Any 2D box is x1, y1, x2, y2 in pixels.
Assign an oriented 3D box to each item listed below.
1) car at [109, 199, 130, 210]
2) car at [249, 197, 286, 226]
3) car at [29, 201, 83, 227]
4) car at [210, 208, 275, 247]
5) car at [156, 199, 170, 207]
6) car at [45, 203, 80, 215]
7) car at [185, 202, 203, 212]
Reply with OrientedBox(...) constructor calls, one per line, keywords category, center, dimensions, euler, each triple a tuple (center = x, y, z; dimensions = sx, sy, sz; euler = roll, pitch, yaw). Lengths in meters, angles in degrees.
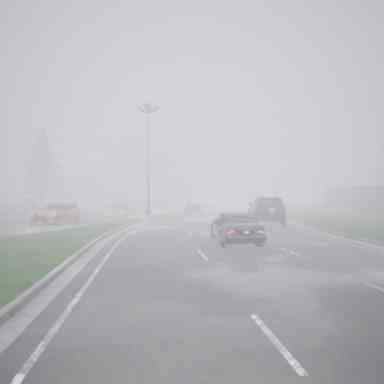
OrientedBox(category="car", center=(-10.798, 1.791, 49.693), dimensions=(2.097, 1.767, 4.553), euler=(0, 0, 6))
OrientedBox(category="car", center=(5.599, 1.416, 25.152), dimensions=(2.150, 2.045, 5.566), euler=(0, 0, 4))
OrientedBox(category="car", center=(-10.179, 1.587, 25.146), dimensions=(2.097, 1.767, 4.553), euler=(0, 0, 9))
OrientedBox(category="car", center=(2.013, 1.673, 15.692), dimensions=(2.033, 1.411, 5.357), euler=(0, -1, -3))
OrientedBox(category="car", center=(-5.605, 2.099, 64.989), dimensions=(2.033, 1.411, 5.357), euler=(0, 0, 7))
OrientedBox(category="car", center=(-15.363, 1.969, 39.745), dimensions=(1.895, 1.301, 4.718), euler=(0, 0, 6))
OrientedBox(category="car", center=(0.316, 1.961, 43.571), dimensions=(1.895, 1.301, 4.718), euler=(0, 0, 7))
